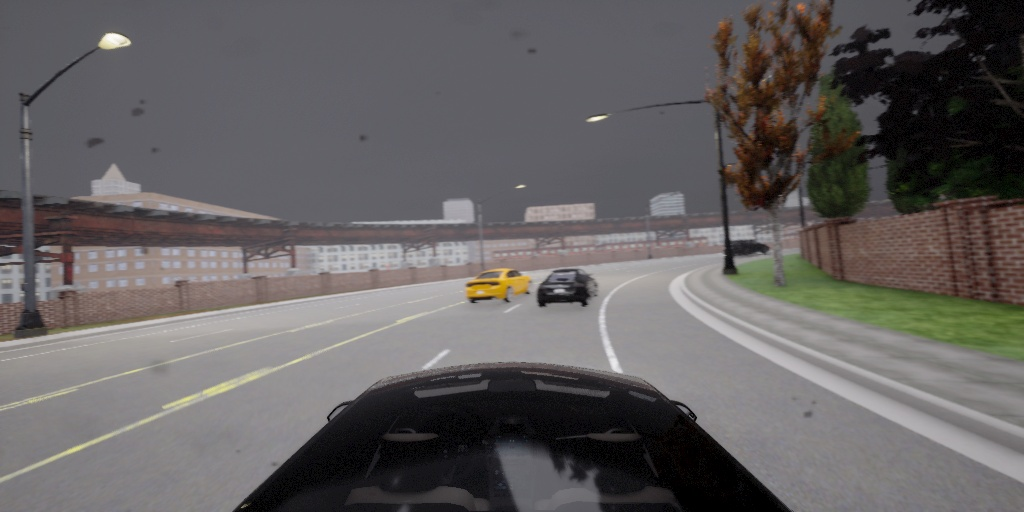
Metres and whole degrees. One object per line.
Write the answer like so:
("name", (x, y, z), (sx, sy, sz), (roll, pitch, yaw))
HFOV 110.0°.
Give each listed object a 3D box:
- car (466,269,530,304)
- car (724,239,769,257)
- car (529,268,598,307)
("car", (-0.476, 1.363, 17.705), (1.882, 1.535, 5.008), (-5, -1, 21))
("car", (29.542, -1.041, 45.058), (5.566, 2.045, 2.150), (-5, -2, -22))
("car", (2.407, 1.214, 15.065), (1.994, 1.385, 4.181), (-5, 0, 19))
